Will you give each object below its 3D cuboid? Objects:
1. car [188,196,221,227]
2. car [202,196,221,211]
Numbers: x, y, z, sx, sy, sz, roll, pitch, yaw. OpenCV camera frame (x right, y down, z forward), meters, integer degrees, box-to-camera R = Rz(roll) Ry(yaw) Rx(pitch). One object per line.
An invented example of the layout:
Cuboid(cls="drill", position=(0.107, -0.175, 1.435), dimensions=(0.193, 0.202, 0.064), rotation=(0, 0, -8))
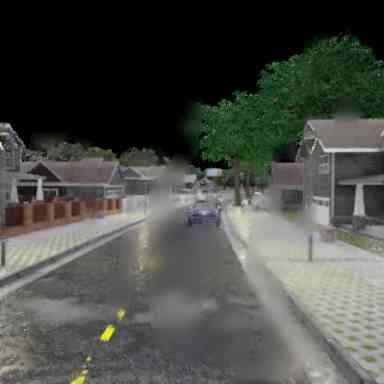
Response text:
Cuboid(cls="car", position=(0.878, 1.347, 22.585), dimensions=(2.097, 1.767, 4.553), rotation=(0, 0, 3))
Cuboid(cls="car", position=(2.484, 1.379, 41.102), dimensions=(2.097, 1.767, 4.553), rotation=(0, 0, 6))
